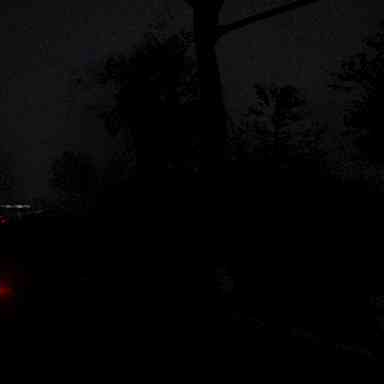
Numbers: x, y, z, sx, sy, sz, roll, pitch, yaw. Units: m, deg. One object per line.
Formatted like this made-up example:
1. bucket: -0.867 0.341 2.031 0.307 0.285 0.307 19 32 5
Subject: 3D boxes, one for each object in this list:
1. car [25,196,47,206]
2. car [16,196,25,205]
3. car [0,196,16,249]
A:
1. car: -24.875 1.401 53.891 1.837 1.490 4.892 1 0 -9
2. car: -28.117 1.395 53.778 1.812 1.442 4.674 1 0 -9
3. car: -8.759 1.055 12.126 5.566 2.045 2.150 1 0 41
